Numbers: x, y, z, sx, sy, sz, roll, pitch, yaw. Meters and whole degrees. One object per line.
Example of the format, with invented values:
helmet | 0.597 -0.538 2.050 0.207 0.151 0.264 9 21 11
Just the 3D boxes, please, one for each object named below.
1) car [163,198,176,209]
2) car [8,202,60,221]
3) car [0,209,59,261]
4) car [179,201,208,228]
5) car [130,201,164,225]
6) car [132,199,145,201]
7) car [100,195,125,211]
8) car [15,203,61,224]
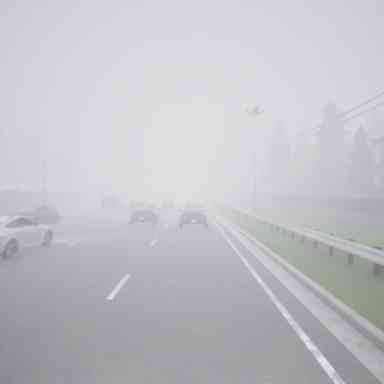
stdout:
car | -3.410 1.662 48.429 2.128 1.511 4.902 0 0 0
car | -13.905 1.651 29.710 2.033 1.411 5.357 0 0 0
car | -6.907 1.569 12.415 1.812 1.442 4.674 0 0 0
car | 0.097 1.605 22.674 1.812 1.442 4.674 0 0 0
car | -3.402 1.612 24.648 1.812 1.442 4.674 0 0 0
car | -6.906 1.630 43.622 1.882 1.535 5.008 0 0 0
car | -10.407 1.375 43.803 2.150 2.045 5.566 0 0 0
car | -10.403 1.603 22.230 1.812 1.442 4.674 0 0 0
